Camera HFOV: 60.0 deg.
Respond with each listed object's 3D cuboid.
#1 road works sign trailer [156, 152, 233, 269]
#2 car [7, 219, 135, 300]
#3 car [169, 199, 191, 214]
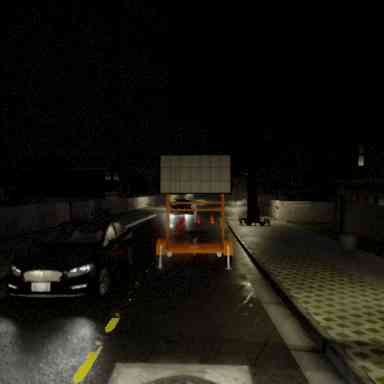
[{"bbox_3d":[0.116,0.464,11.121,2.380,3.560,2.880,0,0,2],"label":"road works sign trailer"},{"bbox_3d":[-2.743,1.489,8.587,2.128,1.511,4.902,0,0,1],"label":"car"},{"bbox_3d":[-1.196,1.501,35.185,1.837,1.490,4.892,0,0,5],"label":"car"}]
